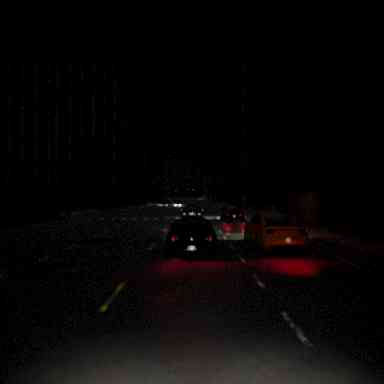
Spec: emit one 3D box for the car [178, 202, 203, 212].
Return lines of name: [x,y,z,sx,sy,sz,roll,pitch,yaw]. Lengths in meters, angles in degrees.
car: [-0.009,1.827,29.053,2.033,1.411,5.357,0,-1,0]

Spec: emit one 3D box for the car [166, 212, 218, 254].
car: [-0.002,1.738,14.170,1.895,1.301,4.718,0,-1,0]

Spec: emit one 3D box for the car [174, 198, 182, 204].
car: [-3.528,2.313,82.311,2.128,1.511,4.902,0,-1,0]

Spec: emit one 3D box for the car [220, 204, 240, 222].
car: [3.547,1.809,29.437,1.812,1.442,4.674,0,0,2]

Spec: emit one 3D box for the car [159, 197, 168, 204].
car: [-7.028,2.145,82.594,2.097,1.767,4.553,0,-1,0]

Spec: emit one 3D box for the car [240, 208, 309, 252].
car: [3.501,1.618,14.548,1.882,1.535,5.008,0,0,0]
